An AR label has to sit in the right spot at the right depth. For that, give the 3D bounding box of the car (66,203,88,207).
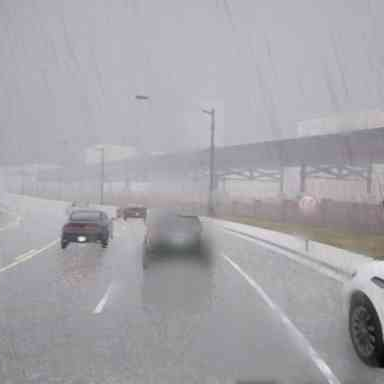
[{"bbox_3d":[-11.381,1.716,33.374,1.895,1.301,4.718,1,-1,-30],"label":"car"}]

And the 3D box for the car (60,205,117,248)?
[{"bbox_3d":[-4.611,1.556,15.058,1.837,1.490,4.892,2,-1,-10],"label":"car"}]

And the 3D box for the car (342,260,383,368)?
[{"bbox_3d":[3.363,1.332,2.804,2.150,2.045,5.566,1,-1,1],"label":"car"}]

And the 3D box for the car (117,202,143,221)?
[{"bbox_3d":[-5.368,1.651,29.132,1.882,1.535,5.008,1,-1,-23],"label":"car"}]

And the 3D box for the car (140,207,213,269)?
[{"bbox_3d":[-0.597,1.454,11.700,2.097,1.767,4.553,1,-1,-6],"label":"car"}]
